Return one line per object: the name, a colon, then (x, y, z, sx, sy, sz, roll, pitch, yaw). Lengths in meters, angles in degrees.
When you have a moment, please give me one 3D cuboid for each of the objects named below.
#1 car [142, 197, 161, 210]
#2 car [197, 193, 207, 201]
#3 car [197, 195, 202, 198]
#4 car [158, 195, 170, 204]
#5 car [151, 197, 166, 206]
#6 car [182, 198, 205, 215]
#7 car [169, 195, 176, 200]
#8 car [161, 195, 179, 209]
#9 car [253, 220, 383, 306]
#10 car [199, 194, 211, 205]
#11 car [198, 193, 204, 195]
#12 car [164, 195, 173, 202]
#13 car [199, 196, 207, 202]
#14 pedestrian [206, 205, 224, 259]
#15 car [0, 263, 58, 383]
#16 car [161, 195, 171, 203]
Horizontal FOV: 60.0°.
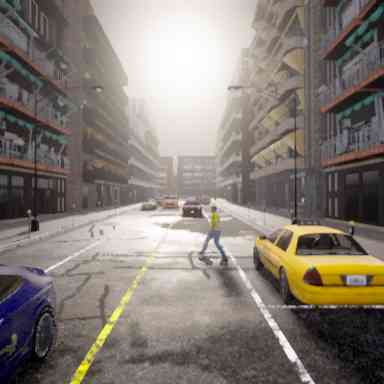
car: (-5.358, 1.478, 42.381, 1.752, 1.417, 4.829, 1, 0, 0)
car: (2.474, 1.265, 81.539, 2.192, 1.841, 5.009, 1, 0, 0)
car: (0.015, 1.513, 46.814, 1.994, 1.385, 4.181, 0, 0, 0)
car: (-5.386, 1.383, 64.807, 1.967, 1.590, 4.097, 1, 0, 0)
car: (-5.373, 1.511, 53.678, 1.947, 1.339, 4.313, 1, 0, 0)
car: (0.040, 1.562, 33.234, 1.895, 1.301, 4.718, 0, 0, 0)
car: (-5.429, 1.485, 92.458, 1.752, 1.417, 4.829, 1, 0, 0)
car: (-2.900, 1.301, 45.115, 2.097, 1.767, 4.553, 0, 0, 0)
car: (2.740, 1.445, 8.113, 1.801, 1.575, 5.366, 0, 0, 0)
car: (2.500, 1.468, 59.454, 1.752, 1.417, 4.829, 1, 0, 0)
car: (2.487, 1.384, 70.410, 1.967, 1.590, 4.097, 1, 0, 0)
car: (-5.402, 1.471, 75.765, 1.752, 1.417, 4.829, 1, 0, 0)
car: (2.477, 1.528, 75.974, 1.802, 1.307, 4.206, 1, 0, 0)
pedestrian: (0.768, 1.279, 11.116, 0.375, 1.860, 0.375, 1, -1, 0)
car: (-2.856, 1.521, 3.142, 1.812, 1.442, 4.674, 0, 0, 0)
car: (-5.394, 1.469, 70.200, 1.752, 1.417, 4.829, 1, 0, 0)
